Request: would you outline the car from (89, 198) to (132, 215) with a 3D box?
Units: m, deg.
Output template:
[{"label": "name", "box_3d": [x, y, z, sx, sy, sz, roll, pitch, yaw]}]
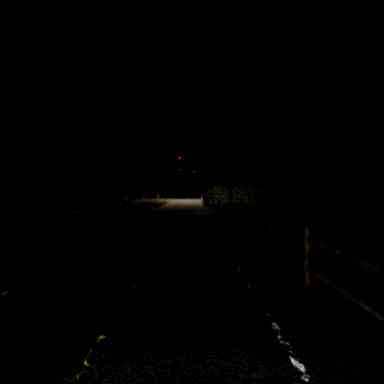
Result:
[{"label": "car", "box_3d": [-7.837, 1.295, 31.206, 5.008, 1.535, 1.882, 1, -1, 33]}]
